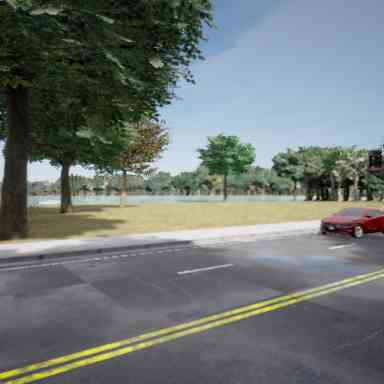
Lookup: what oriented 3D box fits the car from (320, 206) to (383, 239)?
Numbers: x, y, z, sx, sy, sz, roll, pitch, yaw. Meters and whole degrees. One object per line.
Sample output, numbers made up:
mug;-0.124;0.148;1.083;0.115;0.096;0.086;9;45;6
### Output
car;8.996;1.558;18.080;5.008;1.535;1.882;0;0;-35
